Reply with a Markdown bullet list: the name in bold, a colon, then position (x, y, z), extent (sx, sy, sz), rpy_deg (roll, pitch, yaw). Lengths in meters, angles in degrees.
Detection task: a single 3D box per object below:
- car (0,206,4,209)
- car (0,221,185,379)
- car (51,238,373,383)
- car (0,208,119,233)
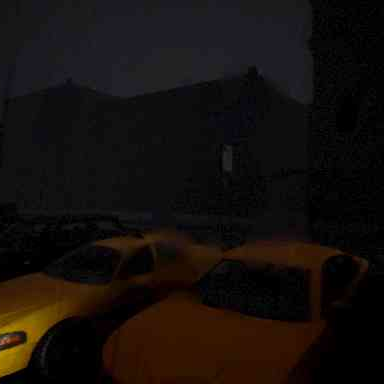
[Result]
- **car**: position (-10.266, 1.471, 12.434), extent (2.097, 1.535, 5.008), rpy_deg (0, 0, 35)
- **car**: position (-1.296, 1.473, 5.836), extent (1.946, 1.575, 5.366), rpy_deg (0, 0, 35)
- **car**: position (1.083, 1.477, 4.379), extent (2.097, 1.535, 5.008), rpy_deg (0, 0, 35)
- **car**: position (-3.337, 1.350, 7.553), extent (2.185, 1.767, 4.553), rpy_deg (0, 0, 35)
